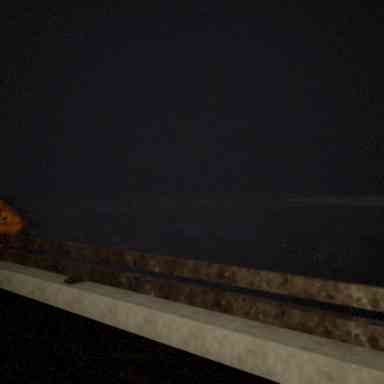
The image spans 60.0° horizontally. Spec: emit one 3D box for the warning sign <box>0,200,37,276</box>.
[{"bbox_3d":[-5.011,1.144,8.744,1.060,1.860,1.300,0,0,35],"label":"warning sign"}]
